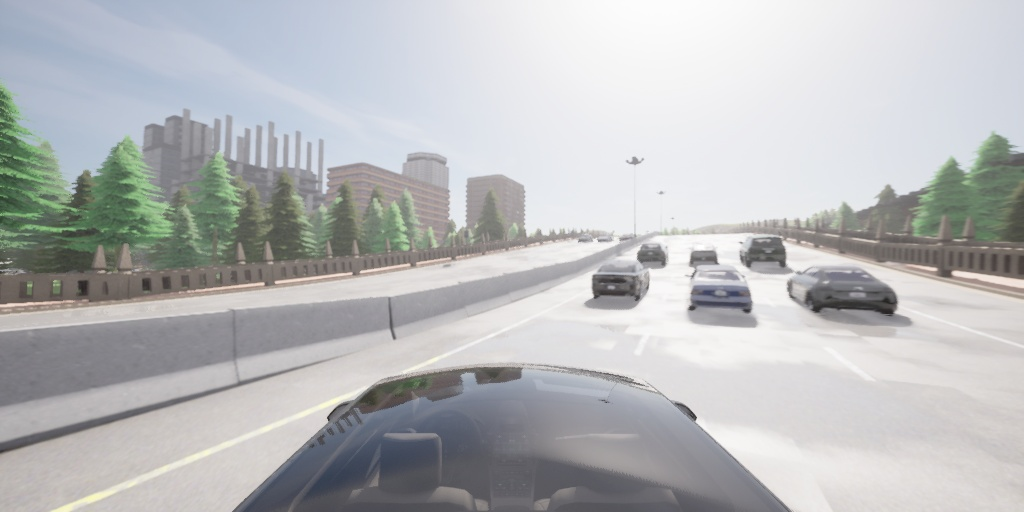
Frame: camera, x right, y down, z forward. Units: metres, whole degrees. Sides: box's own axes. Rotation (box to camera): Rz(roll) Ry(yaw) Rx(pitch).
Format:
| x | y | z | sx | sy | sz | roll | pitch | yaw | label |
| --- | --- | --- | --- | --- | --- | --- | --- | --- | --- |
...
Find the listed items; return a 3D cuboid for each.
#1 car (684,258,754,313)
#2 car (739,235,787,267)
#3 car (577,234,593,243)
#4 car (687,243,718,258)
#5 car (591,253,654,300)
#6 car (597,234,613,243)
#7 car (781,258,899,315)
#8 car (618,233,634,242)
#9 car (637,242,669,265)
| x | y | z | sx | sy | sz | roll | pitch | yaw | label |
| --- | --- | --- | --- | --- | --- | --- | --- | --- | --- |
| 7.299 | 1.027 | 12.872 | 2.033 | 1.411 | 5.357 | 0 | 3 | 27 | car |
| 17.055 | -0.444 | 24.559 | 2.150 | 2.045 | 5.566 | 0 | 5 | 27 | car |
| 12.965 | -3.093 | 63.403 | 1.837 | 1.490 | 4.892 | 0 | 5 | 27 | car |
| 14.358 | -0.240 | 26.966 | 2.128 | 1.511 | 4.902 | 0 | 5 | 27 | car |
| 4.913 | 0.898 | 15.893 | 1.882 | 1.535 | 5.008 | 0 | 3 | 27 | car |
| 16.056 | -3.063 | 61.741 | 2.033 | 1.411 | 5.357 | 0 | 5 | 27 | car |
| 10.822 | 0.981 | 12.074 | 1.994 | 1.385 | 4.181 | 0 | 3 | 27 | car |
| 19.262 | -3.089 | 60.371 | 1.994 | 1.385 | 4.181 | 0 | 5 | 27 | car |
| 11.254 | -0.365 | 28.583 | 2.097 | 1.767 | 4.553 | 0 | 5 | 27 | car |
